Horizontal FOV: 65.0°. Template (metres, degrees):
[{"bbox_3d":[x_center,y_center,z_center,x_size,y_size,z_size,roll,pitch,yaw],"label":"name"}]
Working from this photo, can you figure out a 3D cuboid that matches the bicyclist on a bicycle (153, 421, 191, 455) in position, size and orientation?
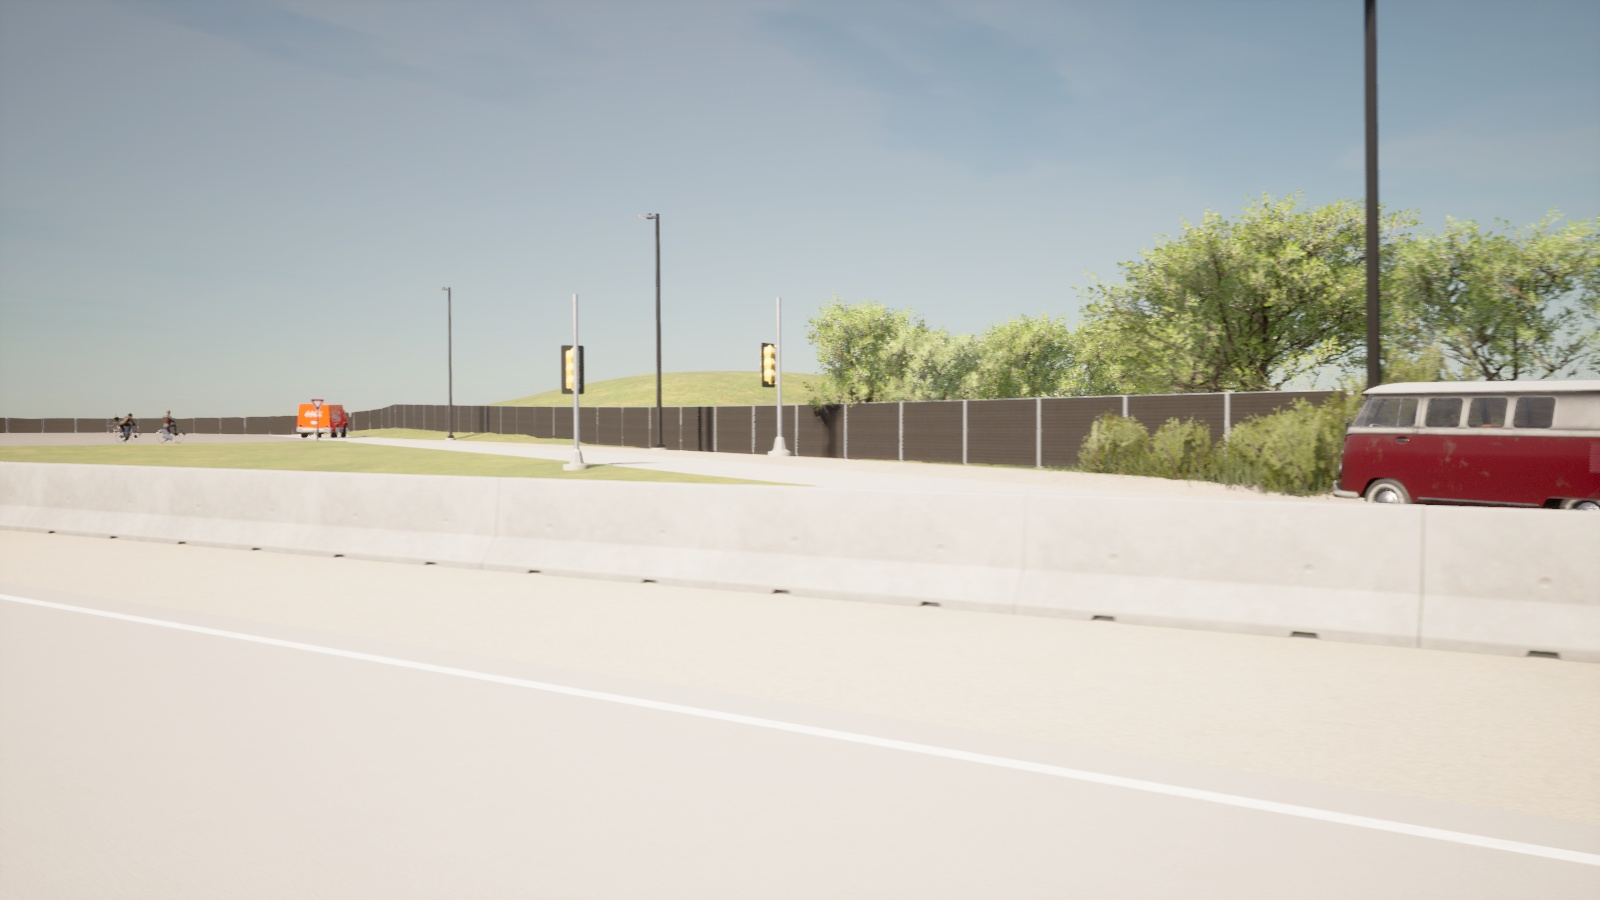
[{"bbox_3d":[-33.565,-0.635,67.157,0.659,1.776,1.843,-1,1,19],"label":"bicyclist on a bicycle"}]

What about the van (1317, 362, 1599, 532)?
[{"bbox_3d":[9.280,-0.081,16.407,1.775,1.987,4.442,-2,2,-33],"label":"van"}]

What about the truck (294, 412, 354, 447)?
[{"bbox_3d":[-34.840,-1.500,92.152,2.627,2.467,5.204,0,1,-3],"label":"truck"}]
